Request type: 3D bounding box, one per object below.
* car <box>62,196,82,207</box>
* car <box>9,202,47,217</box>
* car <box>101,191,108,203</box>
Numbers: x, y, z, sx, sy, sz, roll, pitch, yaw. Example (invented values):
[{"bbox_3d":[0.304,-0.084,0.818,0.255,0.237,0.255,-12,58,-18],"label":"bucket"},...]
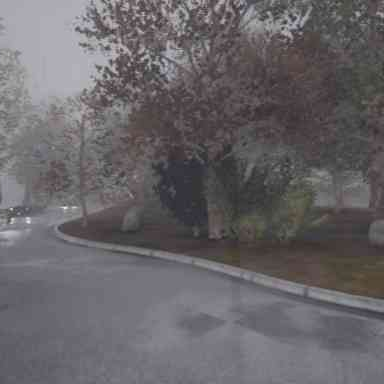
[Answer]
[{"bbox_3d":[-17.403,1.341,48.851,2.033,1.411,5.357,-1,1,-5],"label":"car"},{"bbox_3d":[-16.042,1.631,32.687,1.895,1.301,4.718,-1,1,-5],"label":"car"},{"bbox_3d":[-14.684,0.829,58.930,2.150,2.045,5.566,-1,1,-5],"label":"car"}]
